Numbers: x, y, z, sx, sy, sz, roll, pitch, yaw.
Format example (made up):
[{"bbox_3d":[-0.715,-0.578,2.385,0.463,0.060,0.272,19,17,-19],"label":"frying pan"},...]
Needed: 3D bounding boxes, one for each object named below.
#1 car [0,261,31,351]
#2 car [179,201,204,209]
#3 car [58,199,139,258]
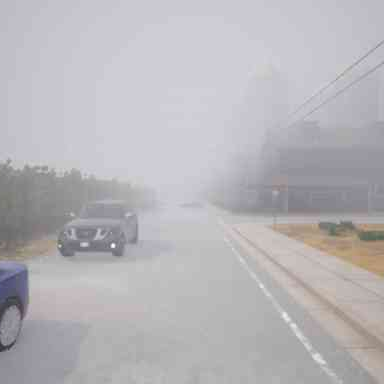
[{"bbox_3d":[-3.596,1.519,3.463,1.882,1.535,5.008,0,-1,0],"label":"car"},{"bbox_3d":[-0.114,2.269,59.660,4.718,1.301,1.895,-1,-1,44],"label":"car"},{"bbox_3d":[-3.594,1.370,13.883,2.150,2.045,5.566,0,1,0],"label":"car"}]
